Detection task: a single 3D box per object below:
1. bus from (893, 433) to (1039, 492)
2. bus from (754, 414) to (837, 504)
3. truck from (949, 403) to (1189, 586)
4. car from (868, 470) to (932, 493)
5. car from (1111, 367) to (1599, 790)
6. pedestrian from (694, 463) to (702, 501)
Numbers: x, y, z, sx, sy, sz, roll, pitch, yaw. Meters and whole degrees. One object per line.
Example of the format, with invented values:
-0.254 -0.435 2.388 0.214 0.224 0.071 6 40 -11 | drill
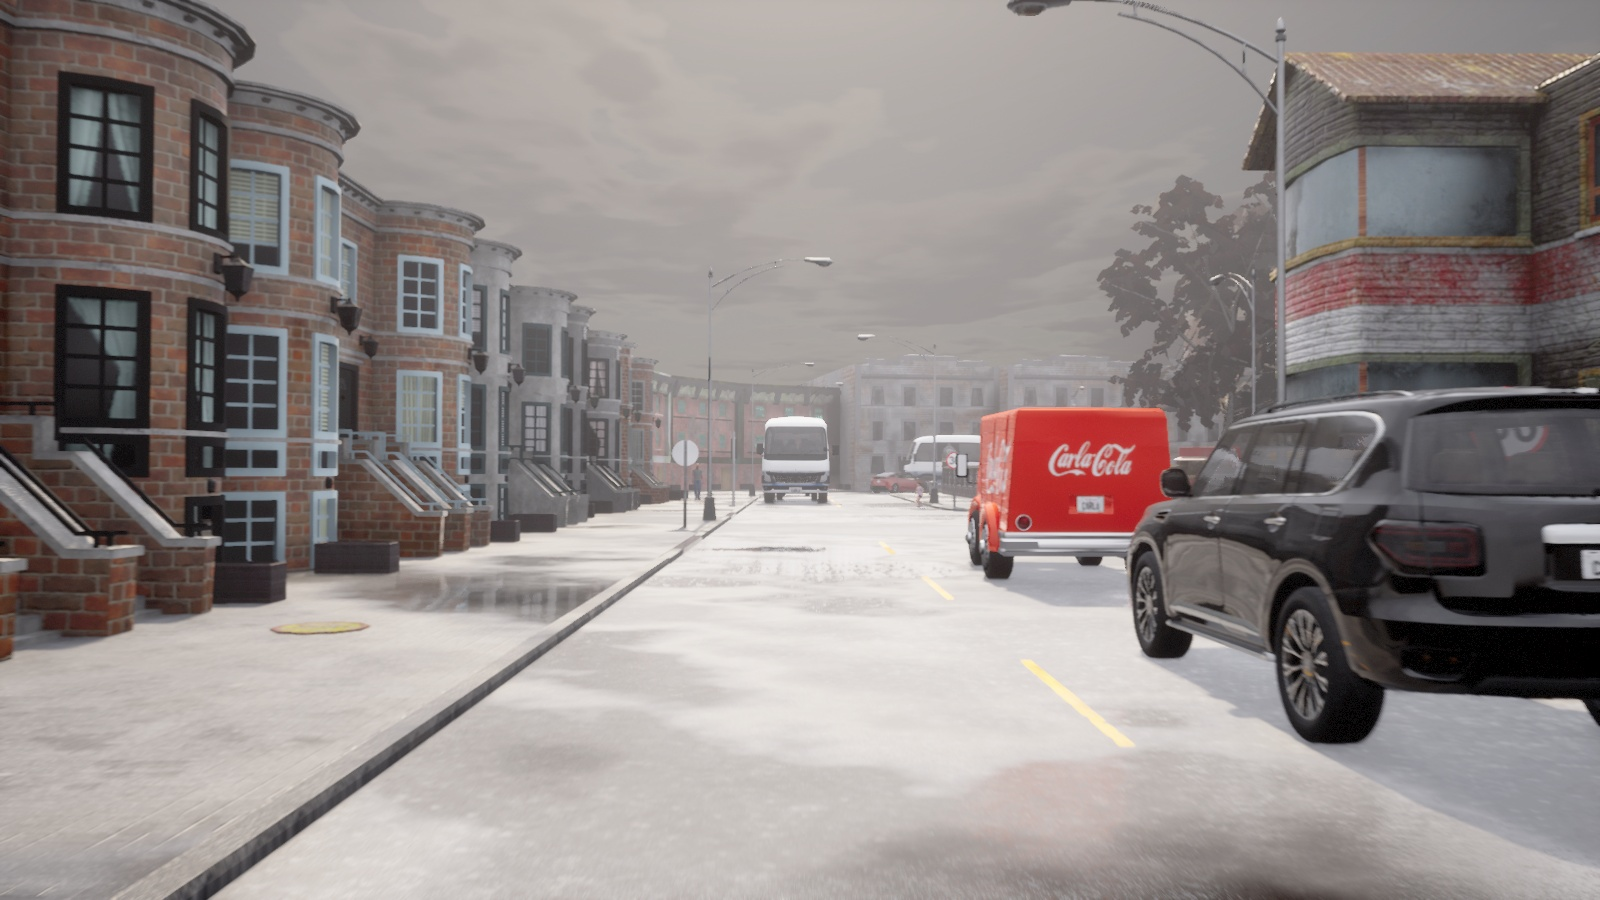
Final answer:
12.168 0.947 93.030 10.273 4.253 3.944 0 -1 0 | bus
-0.172 0.518 64.493 3.944 4.253 10.273 0 -1 0 | bus
3.947 0.640 19.604 2.627 2.467 5.204 0 -1 0 | truck
7.012 2.205 87.794 4.514 1.525 2.007 1 -2 -44 | car
3.978 0.666 8.875 2.150 2.045 5.566 0 -1 0 | car
-5.074 1.593 62.630 0.354 1.836 0.706 0 -1 -8 | pedestrian
